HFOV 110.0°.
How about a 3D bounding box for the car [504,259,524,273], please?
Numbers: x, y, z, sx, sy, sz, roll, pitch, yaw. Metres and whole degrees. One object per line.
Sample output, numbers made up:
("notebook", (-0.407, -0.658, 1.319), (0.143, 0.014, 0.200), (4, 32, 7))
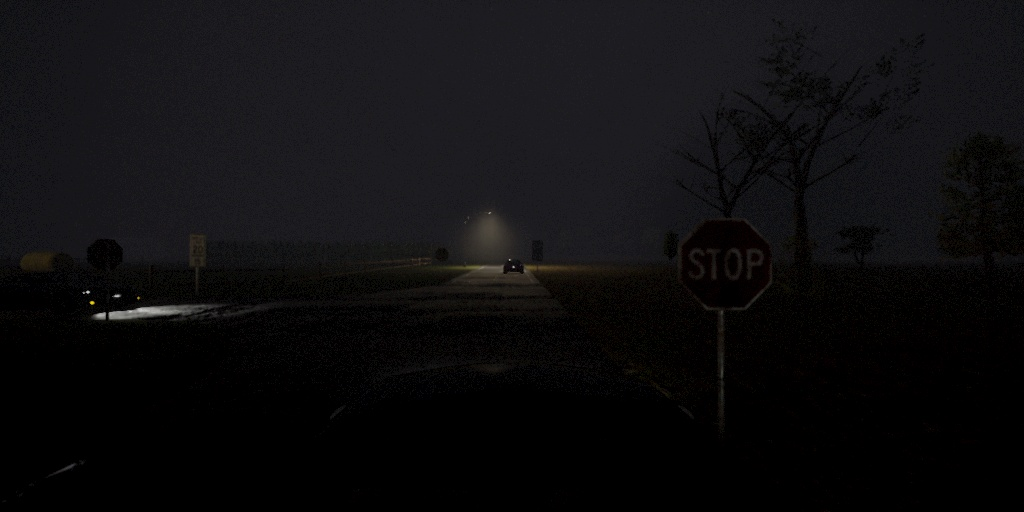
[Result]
("car", (0.160, 1.018, 36.693), (1.994, 1.385, 4.181), (0, 1, 0))

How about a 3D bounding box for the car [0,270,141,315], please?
("car", (-15.479, 1.192, 12.247), (4.181, 1.385, 1.994), (0, -1, 0))
